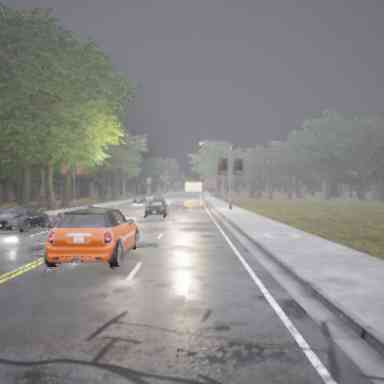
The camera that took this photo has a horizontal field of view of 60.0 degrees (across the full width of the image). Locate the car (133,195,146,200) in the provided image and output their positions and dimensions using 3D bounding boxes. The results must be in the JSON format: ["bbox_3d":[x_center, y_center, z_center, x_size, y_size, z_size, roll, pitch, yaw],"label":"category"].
[{"bbox_3d":[-9.394,1.326,60.098,2.128,1.511,4.902,0,0,1],"label":"car"}]

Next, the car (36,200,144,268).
[{"bbox_3d":[-3.128,1.326,11.331,2.097,1.767,4.553,0,0,0],"label":"car"}]

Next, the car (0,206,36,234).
[{"bbox_3d":[-9.800,1.522,18.939,1.994,1.385,4.181,0,0,0],"label":"car"}]

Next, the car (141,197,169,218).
[{"bbox_3d":[-3.047,1.462,29.322,1.812,1.442,4.674,0,0,0],"label":"car"}]

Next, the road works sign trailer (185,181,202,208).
[{"bbox_3d":[0.218,0.358,44.774,2.380,3.560,2.880,0,0,1],"label":"road works sign trailer"}]

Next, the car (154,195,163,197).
[{"bbox_3d":[-6.141,1.336,60.388,1.837,1.490,4.892,0,0,1],"label":"car"}]

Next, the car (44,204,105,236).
[{"bbox_3d":[-6.549,1.483,19.162,1.812,1.442,4.674,0,0,0],"label":"car"}]
